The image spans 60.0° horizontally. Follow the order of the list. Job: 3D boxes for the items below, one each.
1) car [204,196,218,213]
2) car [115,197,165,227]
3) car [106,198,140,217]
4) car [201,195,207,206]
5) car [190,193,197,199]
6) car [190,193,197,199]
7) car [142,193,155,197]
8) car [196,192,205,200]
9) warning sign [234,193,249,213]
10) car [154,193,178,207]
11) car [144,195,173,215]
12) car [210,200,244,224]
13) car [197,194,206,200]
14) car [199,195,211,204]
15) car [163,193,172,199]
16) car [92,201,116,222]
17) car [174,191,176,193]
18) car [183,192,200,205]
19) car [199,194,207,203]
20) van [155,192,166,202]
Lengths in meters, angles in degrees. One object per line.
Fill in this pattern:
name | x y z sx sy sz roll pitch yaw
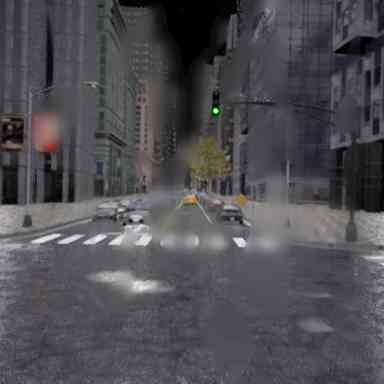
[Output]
car | 2.572 1.452 34.871 1.887 1.381 4.507 1 0 0
car | -3.200 1.330 21.463 2.128 1.511 4.902 1 0 0
car | -5.909 1.293 28.917 2.008 1.369 4.403 1 0 0
car | 2.534 1.433 40.315 2.008 1.369 4.403 1 0 0
car | 0.299 1.118 94.044 1.837 1.490 4.892 1 0 0
car | 0.340 1.090 88.234 1.801 1.575 5.366 1 0 0
car | -6.012 1.240 43.488 1.947 1.339 4.313 1 0 0
car | 2.210 0.996 87.207 2.192 1.841 5.009 1 0 0
warning sign | 4.902 1.084 33.072 1.300 1.860 1.060 1 0 0
car | -3.331 1.228 43.148 2.128 1.511 4.902 1 0 0
car | -3.264 1.336 31.951 2.033 1.411 5.357 1 0 0
car | 2.648 1.510 23.982 2.008 1.369 4.403 1 0 0
car | 2.243 1.252 81.919 2.008 1.369 4.403 1 0 0
car | 2.391 1.356 60.765 1.947 1.339 4.313 1 0 0
car | -6.315 1.033 86.793 1.887 1.381 4.507 1 0 0
car | -5.874 1.317 23.925 2.008 1.369 4.403 1 0 0
car | -6.353 1.034 92.206 1.947 1.339 4.313 1 0 0
car | -0.206 1.247 52.008 1.882 1.535 5.008 1 0 -1
car | 2.465 1.388 50.186 2.008 1.369 4.403 1 0 0
van | -6.159 0.919 65.140 1.690 1.788 3.998 1 0 0
